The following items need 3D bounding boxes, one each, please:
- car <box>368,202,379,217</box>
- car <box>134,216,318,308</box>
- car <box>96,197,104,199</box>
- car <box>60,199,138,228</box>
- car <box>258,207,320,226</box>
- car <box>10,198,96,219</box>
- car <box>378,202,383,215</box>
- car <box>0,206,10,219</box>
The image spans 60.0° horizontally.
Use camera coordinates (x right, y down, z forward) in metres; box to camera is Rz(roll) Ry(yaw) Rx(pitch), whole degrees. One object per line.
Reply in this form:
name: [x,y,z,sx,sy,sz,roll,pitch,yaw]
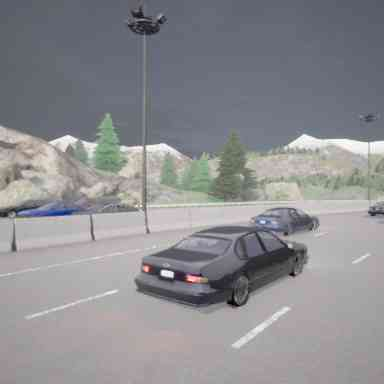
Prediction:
car: [18.376,1.598,31.150,5.357,1.411,2.033,0,0,-40]
car: [1.091,1.549,8.069,2.033,1.411,5.357,0,0,38]
car: [-9.085,1.322,28.843,2.097,1.767,4.553,0,0,42]
car: [-5.730,1.472,22.085,2.128,1.511,4.902,0,0,41]
car: [5.209,1.560,18.403,2.033,1.411,5.357,0,0,42]
car: [-9.431,1.447,23.104,1.882,1.535,5.008,0,0,40]
car: [15.474,1.534,23.812,4.902,1.511,2.128,0,0,-44]
car: [-14.049,1.432,28.487,1.882,1.535,5.008,0,0,41]
